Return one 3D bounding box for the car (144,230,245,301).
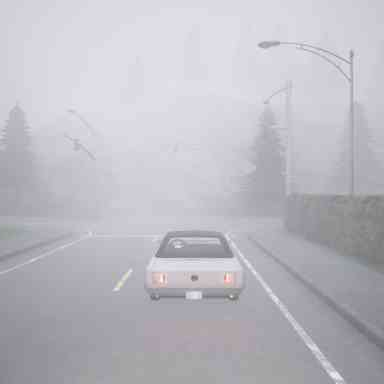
[{"bbox_3d":[0.062,1.601,8.309,1.895,1.301,4.718,0,0,0],"label":"car"}]
